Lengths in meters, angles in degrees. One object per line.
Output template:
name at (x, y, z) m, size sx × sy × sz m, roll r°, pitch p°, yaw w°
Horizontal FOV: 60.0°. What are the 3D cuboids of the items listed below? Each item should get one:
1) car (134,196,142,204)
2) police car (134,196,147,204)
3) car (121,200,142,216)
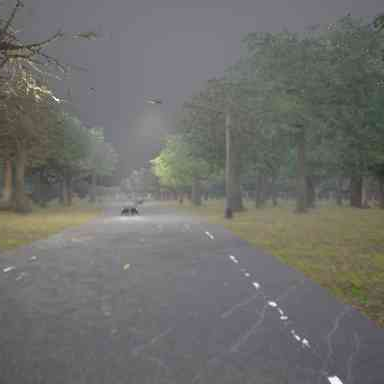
car at (-14.741, 2.108, 91.023) m, size 2.150 × 2.045 × 5.566 m, roll 0°, pitch -1°, yaw -10°
police car at (-12.877, 2.151, 81.405) m, size 1.930 × 1.638 × 5.238 m, roll 0°, pitch -1°, yaw -12°
car at (-6.745, 1.852, 36.278) m, size 1.895 × 1.301 × 4.718 m, roll 0°, pitch 0°, yaw -10°
